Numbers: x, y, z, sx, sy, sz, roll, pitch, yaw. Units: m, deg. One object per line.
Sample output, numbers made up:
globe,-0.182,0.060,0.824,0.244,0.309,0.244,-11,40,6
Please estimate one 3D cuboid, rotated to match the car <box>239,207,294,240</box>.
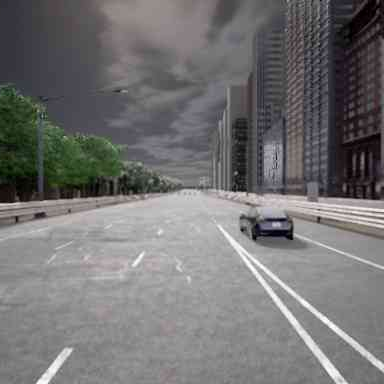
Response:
car,3.617,1.458,16.773,2.163,1.488,4.792,0,0,-1
